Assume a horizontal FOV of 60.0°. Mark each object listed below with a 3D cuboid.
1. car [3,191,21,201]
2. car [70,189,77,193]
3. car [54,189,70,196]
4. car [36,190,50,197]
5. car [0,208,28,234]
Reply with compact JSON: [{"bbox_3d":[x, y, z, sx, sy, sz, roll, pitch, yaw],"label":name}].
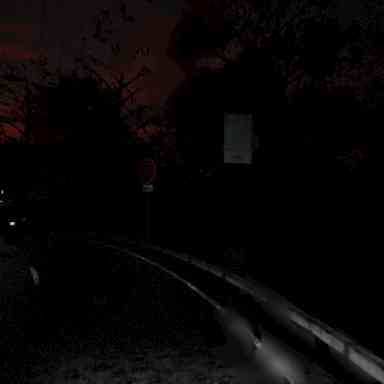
[{"bbox_3d":[-32.639,0.647,60.699,1.882,1.535,5.008,-1,4,-5],"label":"car"},{"bbox_3d":[-32.060,-0.263,88.981,1.895,1.301,4.718,-1,2,-5],"label":"car"},{"bbox_3d":[-31.081,0.120,78.580,1.837,1.490,4.892,-1,2,-5],"label":"car"},{"bbox_3d":[-34.142,0.201,76.429,1.882,1.535,5.008,-1,2,-5],"label":"car"},{"bbox_3d":[-10.547,1.543,17.582,4.181,1.385,1.994,0,0,34],"label":"car"}]
